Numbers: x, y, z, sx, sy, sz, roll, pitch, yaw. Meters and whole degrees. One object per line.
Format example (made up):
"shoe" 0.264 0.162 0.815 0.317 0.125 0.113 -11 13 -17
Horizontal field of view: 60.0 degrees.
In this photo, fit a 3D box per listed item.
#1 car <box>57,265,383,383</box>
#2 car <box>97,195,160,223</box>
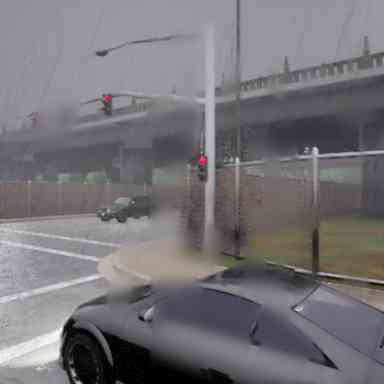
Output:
"car" 0.395 1.565 3.711 4.181 1.385 1.994 0 0 35
"car" -4.933 1.289 26.642 2.150 2.045 5.566 0 0 35
